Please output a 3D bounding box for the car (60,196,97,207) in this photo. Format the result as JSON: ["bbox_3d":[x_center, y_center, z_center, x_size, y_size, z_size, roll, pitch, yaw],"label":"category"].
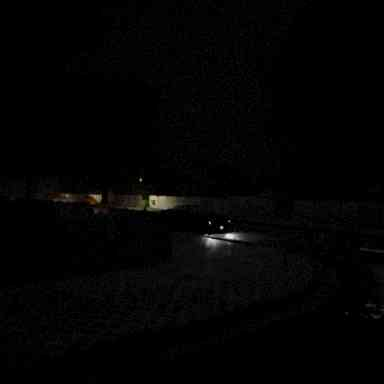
[{"bbox_3d":[-12.856,1.356,37.561,2.033,1.411,5.357,0,0,-35],"label":"car"}]

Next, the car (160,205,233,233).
[{"bbox_3d":[0.008,1.464,19.578,2.033,1.411,5.357,0,0,-36],"label":"car"}]

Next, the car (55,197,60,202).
[{"bbox_3d":[-20.349,1.333,52.880,1.895,1.301,4.718,0,0,-36],"label":"car"}]

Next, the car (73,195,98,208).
[{"bbox_3d":[-14.334,1.253,44.573,1.882,1.535,5.008,0,0,-35],"label":"car"}]
